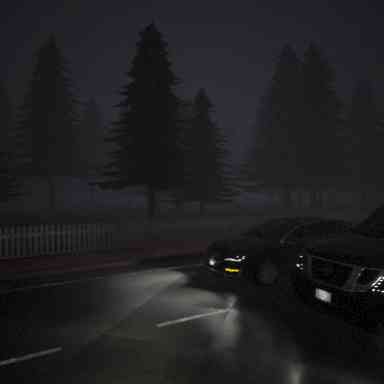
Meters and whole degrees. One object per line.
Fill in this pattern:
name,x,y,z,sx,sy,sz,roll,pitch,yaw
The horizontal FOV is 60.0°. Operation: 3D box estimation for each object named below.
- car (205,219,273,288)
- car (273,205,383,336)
car,2.711,1.425,8.940,4.892,1.490,1.837,-1,0,-23
car,4.475,1.155,6.028,5.566,2.045,2.150,0,0,-23
